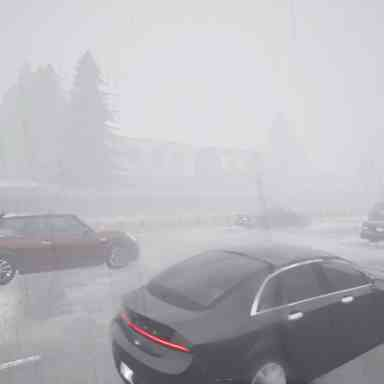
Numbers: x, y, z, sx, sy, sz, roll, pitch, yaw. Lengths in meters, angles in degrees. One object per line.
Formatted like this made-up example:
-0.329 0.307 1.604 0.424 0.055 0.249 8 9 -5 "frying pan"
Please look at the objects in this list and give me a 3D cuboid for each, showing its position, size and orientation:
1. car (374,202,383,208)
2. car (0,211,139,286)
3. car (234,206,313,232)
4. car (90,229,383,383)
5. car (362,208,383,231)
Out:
13.770 1.386 22.152 4.553 1.767 2.097 0 0 -35 "car"
-3.832 1.356 9.611 4.553 1.767 2.097 0 0 -35 "car"
5.025 1.571 20.220 5.357 1.411 2.033 0 0 -35 "car"
1.326 1.512 4.690 4.892 1.490 1.837 0 0 -35 "car"
9.645 1.571 14.916 5.357 1.411 2.033 0 0 -35 "car"
